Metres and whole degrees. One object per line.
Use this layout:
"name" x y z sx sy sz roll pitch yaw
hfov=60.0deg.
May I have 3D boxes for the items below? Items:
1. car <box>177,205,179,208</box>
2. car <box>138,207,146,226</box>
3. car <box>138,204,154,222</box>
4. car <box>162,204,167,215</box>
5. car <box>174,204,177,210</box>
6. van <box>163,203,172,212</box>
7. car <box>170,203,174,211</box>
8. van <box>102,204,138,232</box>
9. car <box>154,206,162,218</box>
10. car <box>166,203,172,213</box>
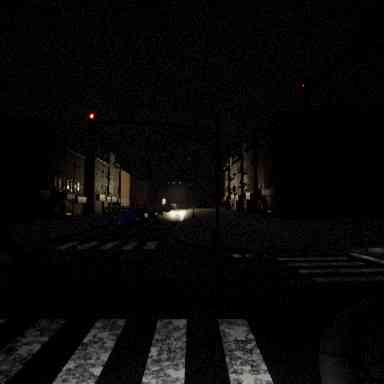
"car" -5.582 4.041 90.911 2.192 1.841 5.009 1 -2 0
"car" -5.412 2.210 27.759 2.008 1.369 4.403 2 -2 0
"car" -5.419 2.120 32.749 2.192 1.841 5.009 2 -2 0
"car" -5.485 3.035 53.893 1.802 1.307 4.206 2 -2 0
"car" -5.572 4.085 85.618 2.008 1.369 4.403 1 -2 0
"van" -5.539 3.501 75.050 1.690 1.788 3.998 1 -2 0
"car" -5.526 3.418 69.760 1.967 1.590 4.097 1 -2 0
"van" -5.397 1.905 24.446 1.690 1.788 3.998 2 -2 0
"car" -5.455 2.666 43.318 1.887 1.381 4.507 2 -2 0
"car" -5.514 3.344 64.469 1.887 1.381 4.507 1 -2 0
